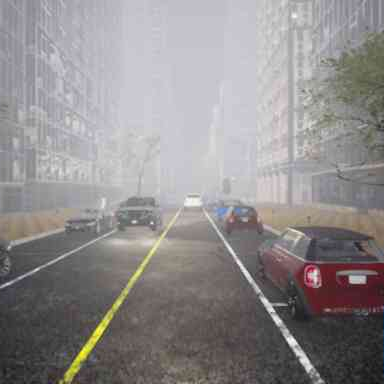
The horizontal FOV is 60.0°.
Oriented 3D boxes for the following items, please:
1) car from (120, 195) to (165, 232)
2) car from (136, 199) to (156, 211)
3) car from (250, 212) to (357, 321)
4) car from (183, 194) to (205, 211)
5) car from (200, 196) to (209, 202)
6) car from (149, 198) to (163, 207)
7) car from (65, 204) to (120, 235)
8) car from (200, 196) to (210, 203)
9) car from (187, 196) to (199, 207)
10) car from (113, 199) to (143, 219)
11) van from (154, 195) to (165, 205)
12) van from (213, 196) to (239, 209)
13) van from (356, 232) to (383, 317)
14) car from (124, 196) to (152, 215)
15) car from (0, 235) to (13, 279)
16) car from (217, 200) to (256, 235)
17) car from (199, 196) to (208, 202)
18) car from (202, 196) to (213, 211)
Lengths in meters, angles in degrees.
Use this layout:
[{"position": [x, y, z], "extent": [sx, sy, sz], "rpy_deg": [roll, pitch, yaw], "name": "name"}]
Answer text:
[{"position": [-3.025, 1.236, 20.403], "extent": [2.150, 2.045, 5.566], "rpy_deg": [0, 0, 1], "name": "car"}, {"position": [-5.684, 1.606, 41.437], "extent": [1.802, 1.307, 4.206], "rpy_deg": [-1, 0, 0], "name": "car"}, {"position": [2.684, 1.445, 7.332], "extent": [1.967, 1.590, 4.097], "rpy_deg": [-1, 0, 0], "name": "car"}, {"position": [0.123, 1.237, 41.729], "extent": [2.150, 2.045, 5.566], "rpy_deg": [0, -1, -1], "name": "car"}, {"position": [2.820, 1.614, 75.534], "extent": [1.802, 1.307, 4.206], "rpy_deg": [-1, 0, 0], "name": "car"}, {"position": [-5.680, 1.611, 52.805], "extent": [1.802, 1.307, 4.206], "rpy_deg": [-1, 0, 0], "name": "car"}, {"position": [-5.692, 1.562, 18.702], "extent": [2.008, 1.369, 4.403], "rpy_deg": [-1, 0, 0], "name": "car"}, {"position": [2.760, 1.598, 69.851], "extent": [1.947, 1.339, 4.313], "rpy_deg": [-1, 0, 0], "name": "car"}, {"position": [0.118, 1.507, 54.285], "extent": [1.882, 1.535, 5.008], "rpy_deg": [0, 0, 0], "name": "car"}, {"position": [-5.689, 1.458, 30.069], "extent": [1.967, 1.590, 4.097], "rpy_deg": [-1, 0, 0], "name": "car"}, {"position": [-5.680, 1.372, 58.489], "extent": [1.690, 1.788, 3.998], "rpy_deg": [-1, 0, 0], "name": "van"}, {"position": [2.689, 1.356, 24.382], "extent": [1.690, 1.788, 3.998], "rpy_deg": [-1, 0, 0], "name": "van"}, {"position": [2.681, 1.342, 1.648], "extent": [1.690, 1.788, 3.998], "rpy_deg": [-1, 0, 0], "name": "van"}, {"position": [-5.688, 1.336, 35.753], "extent": [2.192, 1.841, 5.009], "rpy_deg": [-1, 0, 0], "name": "car"}, {"position": [-5.696, 1.571, 7.335], "extent": [1.947, 1.339, 4.313], "rpy_deg": [-1, 0, 0], "name": "car"}, {"position": [2.687, 1.452, 18.699], "extent": [1.967, 1.590, 4.097], "rpy_deg": [-1, 0, 0], "name": "car"}, {"position": [2.840, 1.599, 81.220], "extent": [1.947, 1.339, 4.313], "rpy_deg": [-1, 0, 0], "name": "car"}, {"position": [2.697, 1.574, 41.434], "extent": [2.008, 1.369, 4.403], "rpy_deg": [-1, 0, 0], "name": "car"}]
